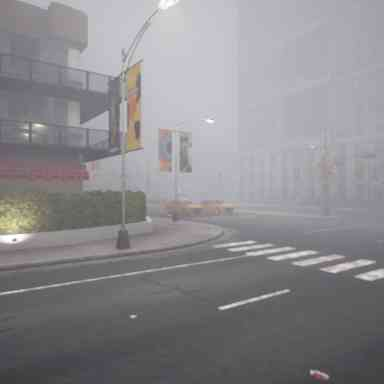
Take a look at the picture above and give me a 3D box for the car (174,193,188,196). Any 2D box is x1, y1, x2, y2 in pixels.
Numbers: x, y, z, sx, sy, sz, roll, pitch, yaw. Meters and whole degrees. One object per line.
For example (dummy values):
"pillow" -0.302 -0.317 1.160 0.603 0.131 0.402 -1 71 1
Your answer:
"car" -2.327 1.235 62.198 2.150 2.045 5.566 0 0 -20

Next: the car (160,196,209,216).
"car" -0.864 1.485 32.770 1.882 1.535 5.008 0 0 -35

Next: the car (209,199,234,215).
"car" 2.265 1.486 34.405 1.882 1.535 5.008 0 0 -35

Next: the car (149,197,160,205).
"car" -5.942 1.613 59.394 4.718 1.301 1.895 0 0 42
